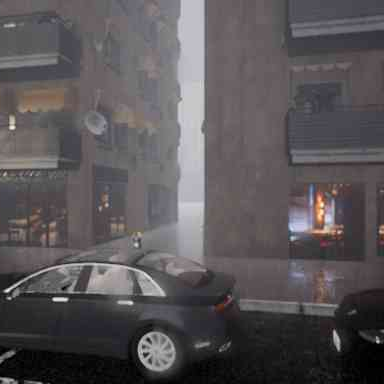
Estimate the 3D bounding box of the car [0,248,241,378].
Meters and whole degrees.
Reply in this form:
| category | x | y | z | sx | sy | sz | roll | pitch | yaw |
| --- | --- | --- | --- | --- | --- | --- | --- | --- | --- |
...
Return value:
| category | x | y | z | sx | sy | sz | roll | pitch | yaw |
| --- | --- | --- | --- | --- | --- | --- | --- | --- | --- |
| car | -1.495 | 1.552 | 5.015 | 4.403 | 1.369 | 2.008 | 0 | 0 | 11 |

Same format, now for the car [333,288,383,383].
| category | x | y | z | sx | sy | sz | roll | pitch | yaw |
| --- | --- | --- | --- | --- | --- | --- | --- | --- | --- |
| car | 4.030 | 1.567 | 3.928 | 4.313 | 1.339 | 1.947 | 0 | 0 | 11 |
